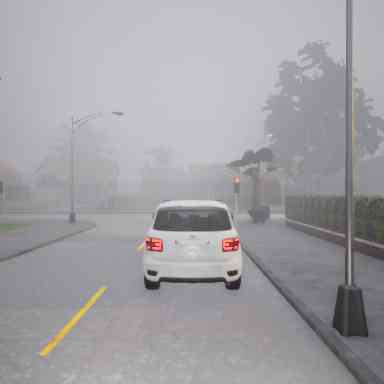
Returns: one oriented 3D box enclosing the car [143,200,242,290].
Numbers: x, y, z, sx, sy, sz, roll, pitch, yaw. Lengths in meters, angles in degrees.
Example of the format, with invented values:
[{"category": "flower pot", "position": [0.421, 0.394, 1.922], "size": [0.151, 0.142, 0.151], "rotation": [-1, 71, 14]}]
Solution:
[{"category": "car", "position": [0.026, 1.221, 9.227], "size": [2.150, 2.045, 5.566], "rotation": [0, 0, 0]}]
